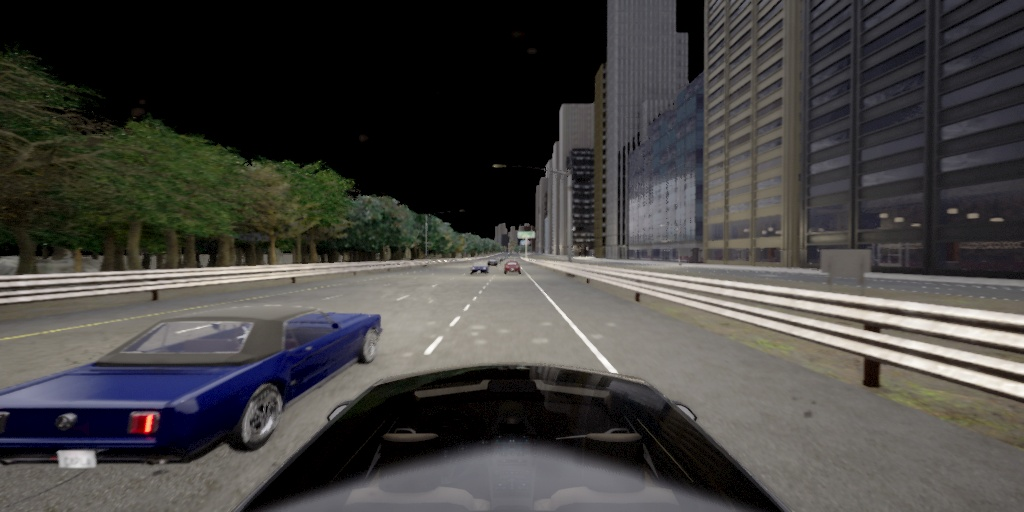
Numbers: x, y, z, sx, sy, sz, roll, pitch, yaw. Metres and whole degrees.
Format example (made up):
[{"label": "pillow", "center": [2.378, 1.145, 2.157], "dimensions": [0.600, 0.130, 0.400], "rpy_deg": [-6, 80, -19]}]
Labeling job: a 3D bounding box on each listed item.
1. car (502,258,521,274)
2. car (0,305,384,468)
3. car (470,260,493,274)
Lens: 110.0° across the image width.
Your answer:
[{"label": "car", "center": [0.038, 1.316, 42.990], "dimensions": [1.812, 1.442, 4.674], "rpy_deg": [0, 0, 0]}, {"label": "car", "center": [-3.497, 1.353, 5.109], "dimensions": [1.895, 1.301, 4.718], "rpy_deg": [0, 0, 0]}, {"label": "car", "center": [-3.557, 1.389, 40.785], "dimensions": [1.895, 1.301, 4.718], "rpy_deg": [0, 0, 0]}]
